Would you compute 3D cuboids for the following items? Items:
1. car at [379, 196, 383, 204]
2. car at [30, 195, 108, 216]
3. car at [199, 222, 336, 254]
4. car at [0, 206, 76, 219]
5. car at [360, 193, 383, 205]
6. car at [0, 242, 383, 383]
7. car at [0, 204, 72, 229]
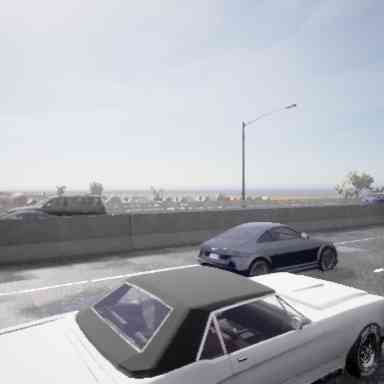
[{"bbox_3d":[26.908,1.554,43.294,4.718,1.301,1.895,0,0,-34],"label":"car"},{"bbox_3d":[-7.833,1.217,19.714,5.566,2.045,2.150,0,0,-34],"label":"car"},{"bbox_3d":[2.198,1.558,9.360,4.181,1.385,1.994,0,0,-34],"label":"car"},{"bbox_3d":[-7.909,1.562,15.430,4.181,1.385,1.994,0,0,-34],"label":"car"},{"bbox_3d":[26.100,1.173,46.966,5.566,2.045,2.150,0,0,-34],"label":"car"},{"bbox_3d":[0.354,1.599,3.877,4.718,1.301,1.895,0,0,-34],"label":"car"},{"bbox_3d":[-10.413,1.560,22.192,4.181,1.385,1.994,0,0,-34],"label":"car"}]
